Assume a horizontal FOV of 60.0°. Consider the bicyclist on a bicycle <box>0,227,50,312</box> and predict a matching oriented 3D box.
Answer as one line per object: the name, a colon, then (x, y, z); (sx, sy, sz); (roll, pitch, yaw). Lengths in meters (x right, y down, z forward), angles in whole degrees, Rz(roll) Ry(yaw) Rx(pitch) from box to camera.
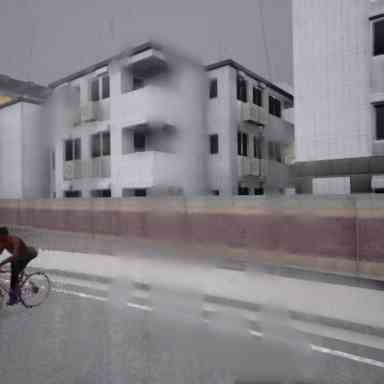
bicyclist on a bicycle: (-3.263, 1.435, 6.004); (0.582, 1.620, 1.656); (0, 1, 28)
